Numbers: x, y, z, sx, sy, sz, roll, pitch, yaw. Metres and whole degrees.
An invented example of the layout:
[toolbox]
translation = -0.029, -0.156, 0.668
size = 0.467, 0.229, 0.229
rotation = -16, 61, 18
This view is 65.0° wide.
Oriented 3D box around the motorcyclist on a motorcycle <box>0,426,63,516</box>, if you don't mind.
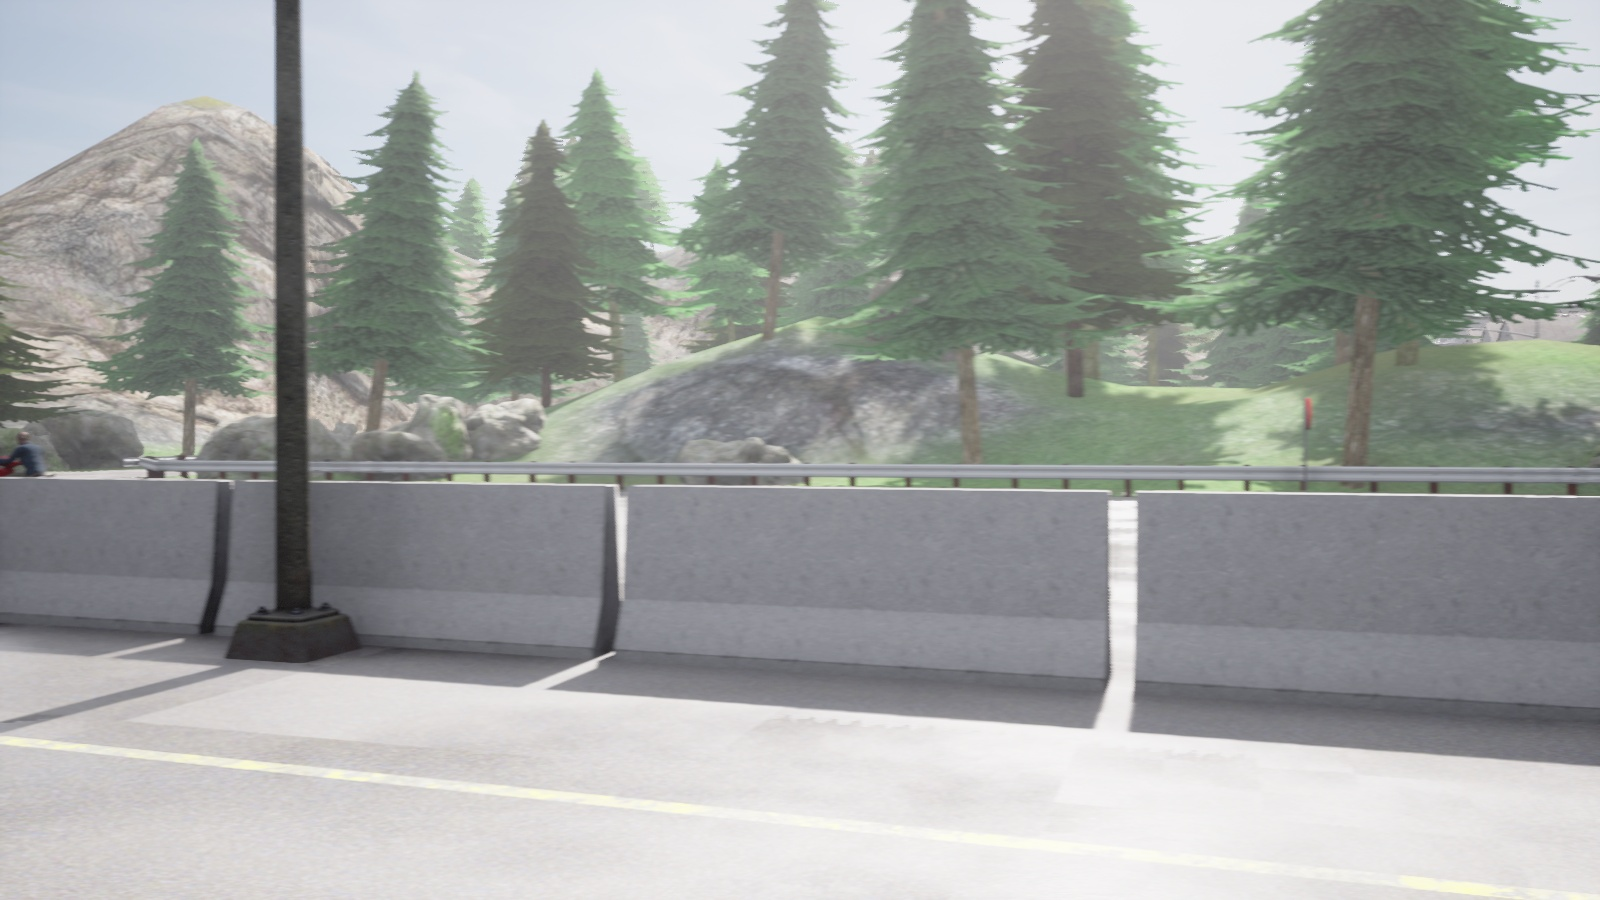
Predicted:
[motorcyclist on a motorcycle]
translation = -14.470, 0.358, 22.821
size = 1.817, 1.590, 0.866
rotation = 0, 1, 19
